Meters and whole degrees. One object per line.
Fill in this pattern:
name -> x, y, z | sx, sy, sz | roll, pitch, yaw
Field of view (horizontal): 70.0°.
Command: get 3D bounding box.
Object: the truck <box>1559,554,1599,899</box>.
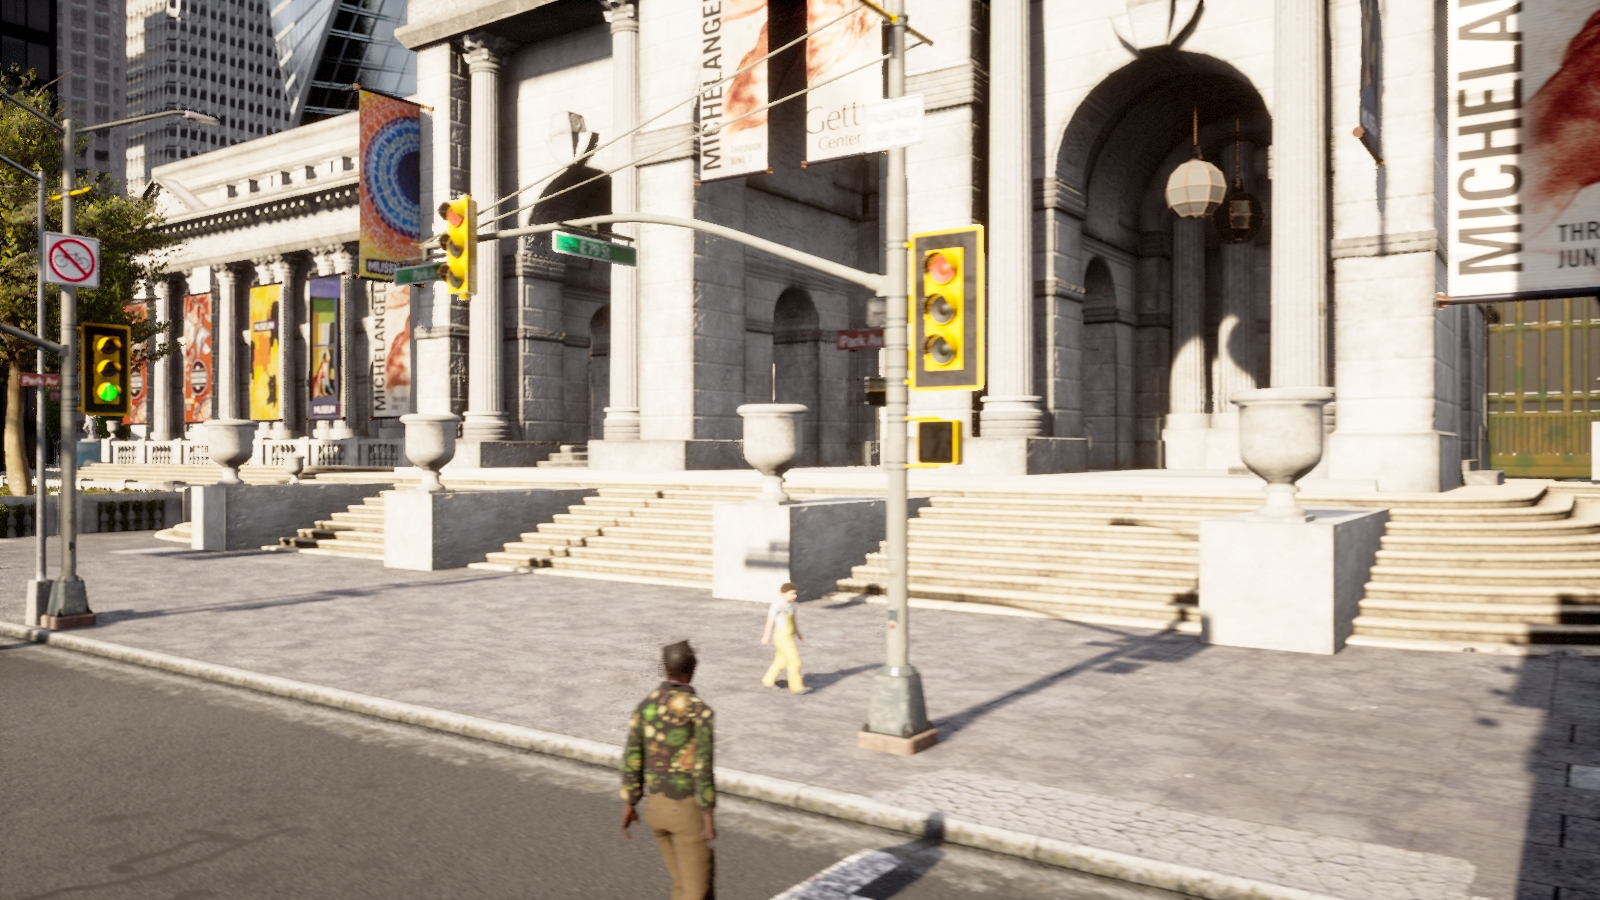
truck -> 3.871, 1.569, 1.070 | 5.204, 2.467, 2.627 | 0, 0, 35

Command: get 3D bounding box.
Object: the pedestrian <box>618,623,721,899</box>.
pedestrian -> -0.665, 1.852, 5.845 | 0.375, 1.860, 0.375 | 0, 0, 30

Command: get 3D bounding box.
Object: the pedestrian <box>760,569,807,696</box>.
pedestrian -> -0.181, 1.981, 12.477 | 0.375, 1.300, 0.375 | 0, 0, 29
